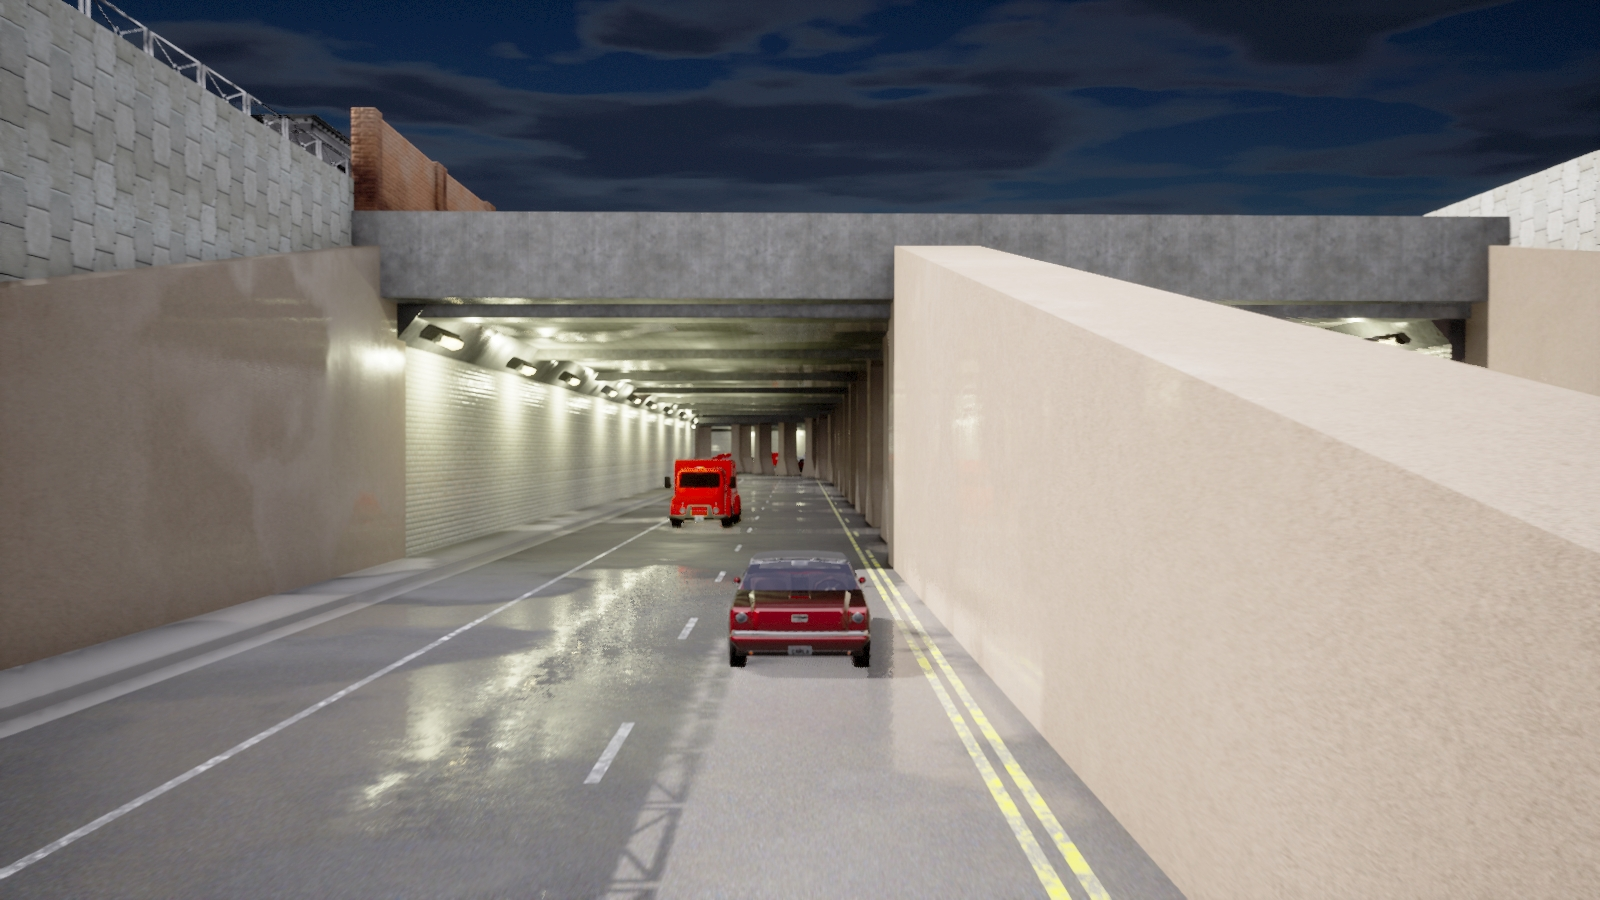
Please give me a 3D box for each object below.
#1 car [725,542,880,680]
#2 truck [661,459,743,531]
[{"bbox_3d":[0.030,2.156,16.320,1.895,1.301,4.718,0,0,0],"label":"car"},{"bbox_3d":[-3.528,1.569,42.224,2.627,2.467,5.204,0,0,-1],"label":"truck"}]
